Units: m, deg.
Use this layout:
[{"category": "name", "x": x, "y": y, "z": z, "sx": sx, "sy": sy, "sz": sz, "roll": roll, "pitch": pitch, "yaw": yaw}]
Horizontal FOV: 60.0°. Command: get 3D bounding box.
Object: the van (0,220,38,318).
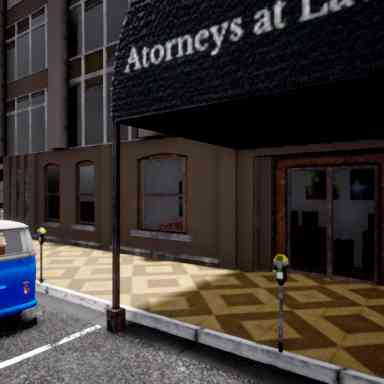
[{"category": "van", "x": -4.540, "y": 1.341, "z": 6.098, "sx": 3.998, "sy": 1.788, "sz": 1.690, "roll": 0, "pitch": 0, "yaw": 35}]
